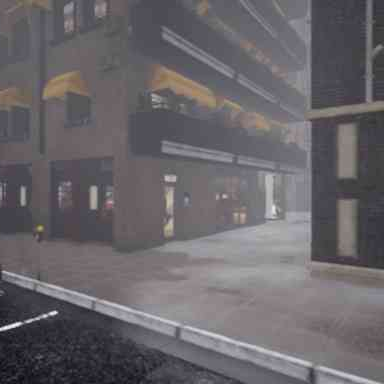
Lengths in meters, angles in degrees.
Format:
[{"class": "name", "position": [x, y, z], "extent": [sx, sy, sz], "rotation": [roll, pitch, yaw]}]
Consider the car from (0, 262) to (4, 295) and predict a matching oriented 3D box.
[{"class": "car", "position": [-5.527, 1.485, 6.798], "extent": [4.403, 1.369, 2.008], "rotation": [1, 0, 36]}]
